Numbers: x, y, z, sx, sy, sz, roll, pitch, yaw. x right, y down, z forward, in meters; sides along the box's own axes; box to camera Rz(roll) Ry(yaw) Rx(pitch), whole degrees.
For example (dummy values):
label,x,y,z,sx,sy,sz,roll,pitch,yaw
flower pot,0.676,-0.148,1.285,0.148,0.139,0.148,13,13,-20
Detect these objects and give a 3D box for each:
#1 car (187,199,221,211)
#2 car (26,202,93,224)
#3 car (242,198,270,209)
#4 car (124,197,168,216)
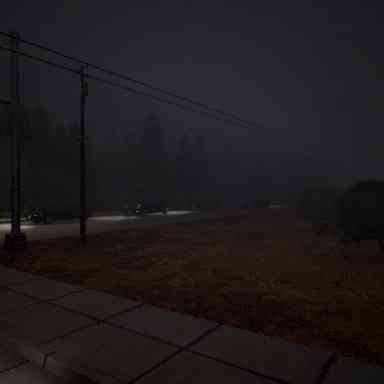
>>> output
label,x,y,z,sx,sy,sz,roll,pitch,yaw
car,1.490,1.509,39.995,1.895,1.301,4.718,0,0,37
car,-9.766,1.513,24.833,1.837,1.490,4.892,0,0,37
car,8.363,1.465,43.073,1.895,1.301,4.718,0,0,37
car,-4.360,1.312,32.122,2.097,1.767,4.553,0,0,37
